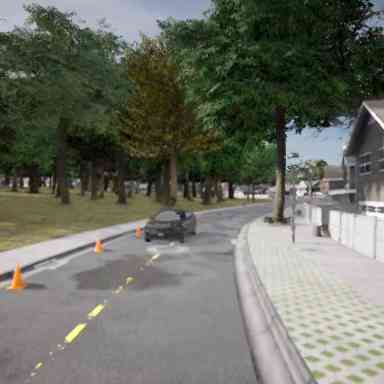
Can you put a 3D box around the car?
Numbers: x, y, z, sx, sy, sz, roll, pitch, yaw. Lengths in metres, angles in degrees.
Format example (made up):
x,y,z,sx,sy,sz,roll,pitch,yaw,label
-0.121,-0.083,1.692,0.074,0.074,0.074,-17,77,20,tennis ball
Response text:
x,y,z,sx,sy,sz,roll,pitch,yaw,label
-0.941,1.600,16.869,1.882,1.535,5.008,0,0,10,car

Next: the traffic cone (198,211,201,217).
x,y,z,sx,sy,sz,roll,pitch,yaw,label
0.733,2.209,33.044,0.340,0.580,0.340,0,0,18,traffic cone

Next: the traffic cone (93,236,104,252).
x,y,z,sx,sy,sz,roll,pitch,yaw,label
-3.675,2.038,13.101,0.340,0.580,0.340,0,0,7,traffic cone

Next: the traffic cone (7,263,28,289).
x,y,z,sx,sy,sz,roll,pitch,yaw,label
-4.201,1.997,8.016,0.340,0.580,0.340,0,0,5,traffic cone
